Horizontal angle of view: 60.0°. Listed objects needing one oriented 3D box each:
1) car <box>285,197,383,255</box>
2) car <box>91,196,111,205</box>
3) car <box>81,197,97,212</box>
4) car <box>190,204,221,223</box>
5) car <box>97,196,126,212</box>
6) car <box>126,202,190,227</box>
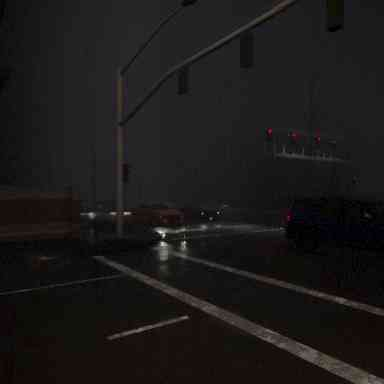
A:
[{"bbox_3d":[5.898,1.223,11.645,2.150,2.045,5.566,0,0,-36],"label":"car"},{"bbox_3d":[-16.830,1.478,61.608,1.882,1.535,5.008,0,0,-36],"label":"car"},{"bbox_3d":[-12.622,1.525,37.427,1.812,1.442,4.674,0,0,-36],"label":"car"},{"bbox_3d":[0.088,1.600,25.728,1.895,1.301,4.718,0,0,-36],"label":"car"},{"bbox_3d":[-9.309,1.547,38.813,2.033,1.411,5.357,0,0,-36],"label":"car"},{"bbox_3d":[-2.549,1.478,23.403,1.882,1.535,5.008,0,0,-36],"label":"car"}]
